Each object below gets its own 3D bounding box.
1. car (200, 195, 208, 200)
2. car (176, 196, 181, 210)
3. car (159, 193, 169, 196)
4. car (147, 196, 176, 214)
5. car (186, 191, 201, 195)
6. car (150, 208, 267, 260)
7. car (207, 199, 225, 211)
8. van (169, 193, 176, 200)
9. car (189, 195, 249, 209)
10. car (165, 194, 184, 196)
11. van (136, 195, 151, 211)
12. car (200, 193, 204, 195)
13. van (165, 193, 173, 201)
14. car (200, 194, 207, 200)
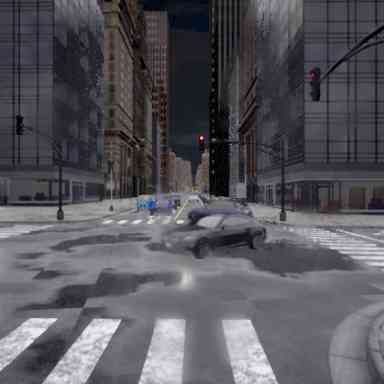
[{"bbox_3d":[3.117,1.408,85.517,1.802,1.307,4.206,0,0,0],"label":"car"},{"bbox_3d":[-2.876,1.508,42.834,1.994,1.385,4.181,0,0,1],"label":"car"},{"bbox_3d":[-5.571,1.353,57.319,1.967,1.590,4.097,0,0,0],"label":"car"},{"bbox_3d":[-2.948,1.439,32.875,1.882,1.535,5.008,0,0,0],"label":"car"},{"bbox_3d":[0.376,1.094,72.691,2.150,2.045,5.566,0,0,0],"label":"car"},{"bbox_3d":[0.967,1.520,12.669,4.674,1.442,1.812,0,0,-41],"label":"car"},{"bbox_3d":[2.856,1.515,40.325,1.947,1.339,4.313,0,0,0],"label":"car"},{"bbox_3d":[-5.374,1.148,91.210,1.690,1.788,3.998,0,0,0],"label":"van"},{"bbox_3d":[1.928,1.330,22.844,4.553,1.767,2.097,0,0,40],"label":"car"},{"bbox_3d":[-2.748,1.470,53.187,2.033,1.411,5.357,0,0,1],"label":"car"},{"bbox_3d":[-5.668,1.290,40.373,1.690,1.788,3.998,0,0,0],"label":"van"},{"bbox_3d":[3.019,1.426,68.570,1.887,1.381,4.507,0,0,0],"label":"car"},{"bbox_3d":[-5.439,1.186,79.914,1.690,1.788,3.998,0,0,0],"label":"van"},{"bbox_3d":[3.149,1.357,91.165,2.008,1.369,4.403,0,0,0],"label":"car"}]
